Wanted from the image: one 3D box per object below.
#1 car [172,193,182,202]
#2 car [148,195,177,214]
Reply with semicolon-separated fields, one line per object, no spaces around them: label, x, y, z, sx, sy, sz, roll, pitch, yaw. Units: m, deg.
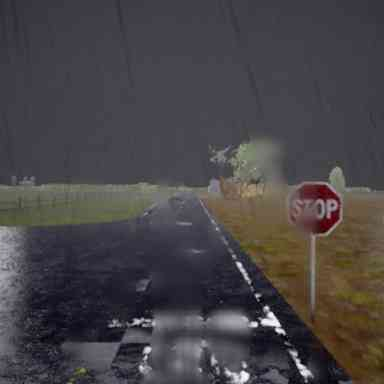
car;-2.653;0.876;56.072;2.033;1.411;5.357;0;1;0
car;-2.712;1.235;29.877;1.994;1.385;4.181;0;1;1
